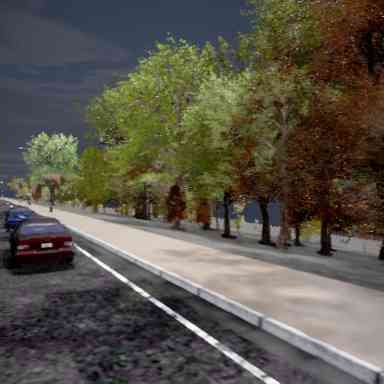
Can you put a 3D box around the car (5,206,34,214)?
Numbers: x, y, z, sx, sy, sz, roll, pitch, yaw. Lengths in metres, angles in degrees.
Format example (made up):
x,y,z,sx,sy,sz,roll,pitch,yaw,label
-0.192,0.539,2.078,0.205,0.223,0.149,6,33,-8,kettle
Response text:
x,y,z,sx,sy,sz,roll,pitch,yaw,label
-12.974,1.799,25.118,2.033,1.411,5.357,0,0,-29,car

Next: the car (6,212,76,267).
x,y,z,sx,sy,sz,roll,pitch,yaw,label
-5.563,1.662,12.103,2.033,1.411,5.357,0,0,-29,car
